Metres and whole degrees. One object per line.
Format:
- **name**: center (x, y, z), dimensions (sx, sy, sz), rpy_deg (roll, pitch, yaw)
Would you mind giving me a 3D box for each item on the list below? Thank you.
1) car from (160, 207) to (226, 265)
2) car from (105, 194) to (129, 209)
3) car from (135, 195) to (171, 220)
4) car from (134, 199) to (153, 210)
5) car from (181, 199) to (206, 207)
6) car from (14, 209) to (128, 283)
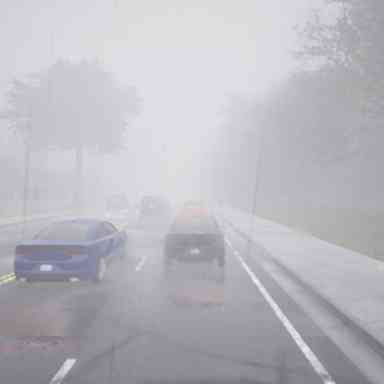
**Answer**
- **car**: center (0.091, 1.509, 11.775), dimensions (1.882, 1.535, 5.008), rpy_deg (0, 0, 0)
- **car**: center (-9.775, 1.338, 43.744), dimensions (2.150, 2.045, 5.566), rpy_deg (0, 0, 0)
- **car**: center (-3.120, 1.297, 28.644), dimensions (2.150, 2.045, 5.566), rpy_deg (0, 0, 0)
- **car**: center (-6.517, 1.685, 45.197), dimensions (1.994, 1.385, 4.181), rpy_deg (0, 0, 0)
- **car**: center (0.128, 1.431, 29.214), dimensions (2.097, 1.767, 4.553), rpy_deg (0, 0, 0)
- **car**: center (-3.171, 1.504, 9.751), dimensions (1.882, 1.535, 5.008), rpy_deg (0, 0, 0)
